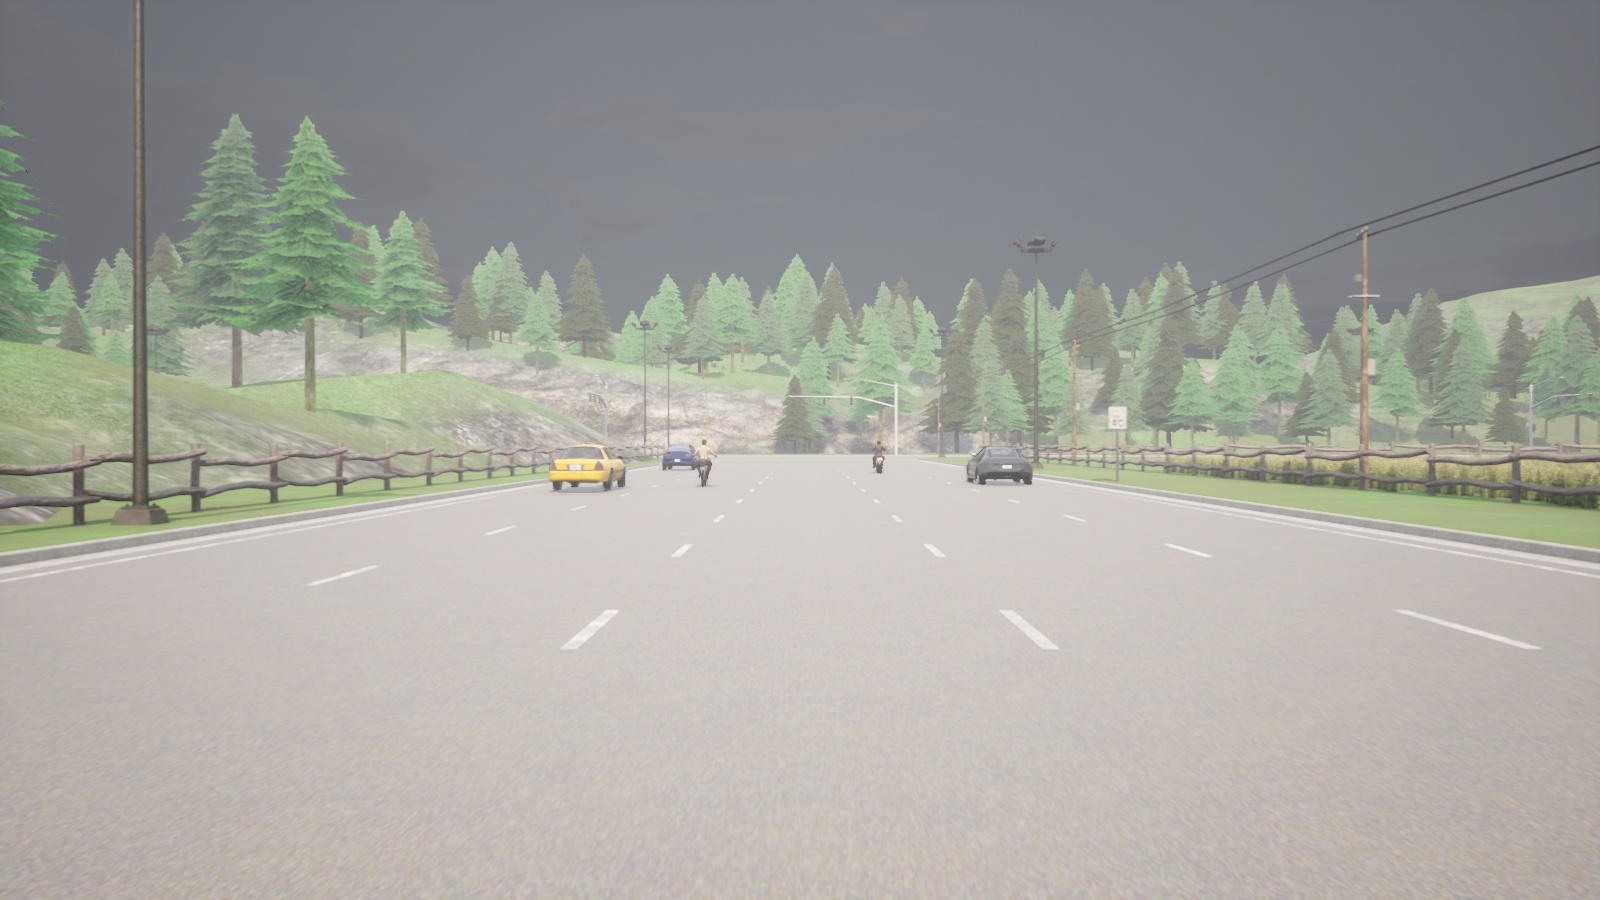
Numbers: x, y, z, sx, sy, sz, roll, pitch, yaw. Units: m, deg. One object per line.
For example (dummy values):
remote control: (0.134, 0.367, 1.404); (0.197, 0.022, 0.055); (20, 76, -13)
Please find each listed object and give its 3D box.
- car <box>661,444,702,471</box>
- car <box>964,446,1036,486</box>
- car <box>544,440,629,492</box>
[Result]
car: (-6.590, 0.372, 70.006); (1.812, 1.442, 4.674); (0, 0, 0)
car: (7.276, 0.557, 46.146); (1.994, 1.385, 4.181); (0, 0, 0)
car: (-6.757, 0.454, 40.321); (1.801, 1.575, 5.366); (0, 0, 0)
